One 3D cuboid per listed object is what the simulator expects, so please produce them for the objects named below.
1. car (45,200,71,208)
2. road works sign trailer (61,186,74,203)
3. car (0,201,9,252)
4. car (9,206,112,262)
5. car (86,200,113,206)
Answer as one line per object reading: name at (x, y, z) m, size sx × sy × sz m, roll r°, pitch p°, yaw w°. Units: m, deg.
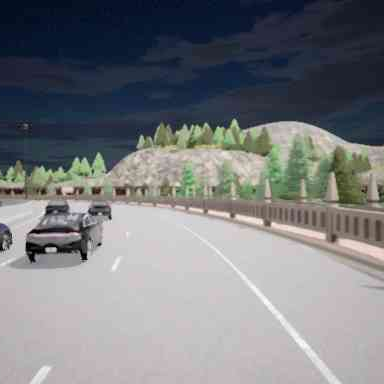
car at (-11.992, 1.475, 29.840) m, size 1.882 × 1.535 × 5.008 m, roll 0°, pitch 0°, yaw -18°
road works sign trailer at (-25.969, 0.527, 69.357) m, size 2.380 × 3.560 × 2.880 m, roll -1°, pitch 0°, yaw -29°
car at (-7.800, 1.355, 10.928) m, size 2.097 × 1.767 × 4.553 m, roll 0°, pitch 0°, yaw -7°
car at (-4.407, 1.475, 12.090) m, size 2.128 × 1.511 × 4.902 m, roll 0°, pitch 0°, yaw -7°
car at (-7.913, 1.477, 28.495) m, size 1.837 × 1.490 × 4.892 m, roll 0°, pitch 0°, yaw -16°
